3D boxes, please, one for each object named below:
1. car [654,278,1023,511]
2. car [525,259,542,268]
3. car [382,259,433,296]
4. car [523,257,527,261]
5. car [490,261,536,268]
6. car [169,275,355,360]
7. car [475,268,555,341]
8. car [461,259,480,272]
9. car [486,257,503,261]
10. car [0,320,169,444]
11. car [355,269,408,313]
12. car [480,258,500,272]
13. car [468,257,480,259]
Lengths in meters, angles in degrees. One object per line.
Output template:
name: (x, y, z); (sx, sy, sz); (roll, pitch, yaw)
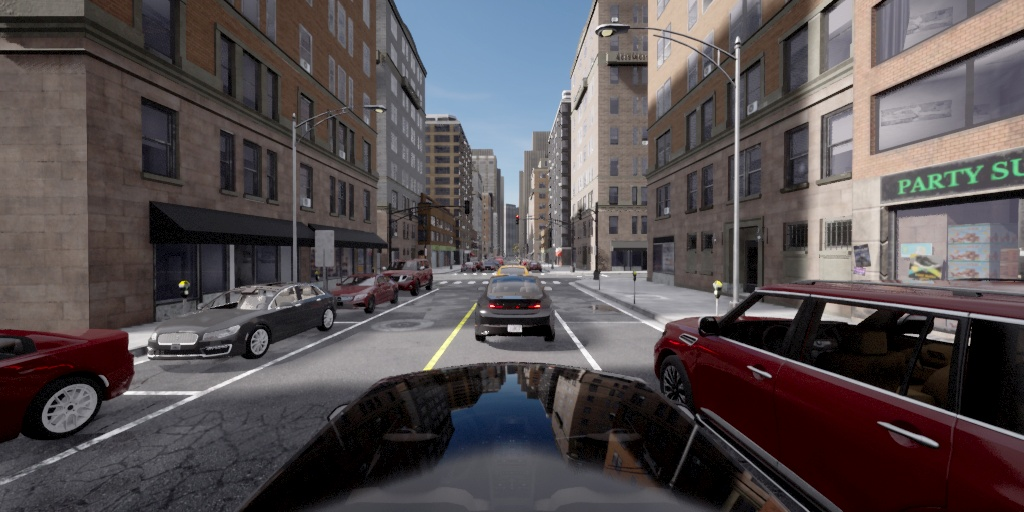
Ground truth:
car: (2.858, 1.064, 2.645); (2.192, 1.841, 5.009); (0, 0, 0)
car: (2.949, 1.351, 46.397); (1.802, 1.307, 4.207); (0, 0, 0)
car: (-5.633, 1.065, 19.388); (2.192, 1.841, 5.009); (0, 0, 0)
car: (2.961, 1.301, 52.130); (1.751, 1.417, 4.829); (0, 0, 0)
car: (0.047, 1.228, 18.956); (1.882, 1.535, 5.008); (0, 0, 1)
car: (-5.656, 1.299, 8.222); (2.007, 1.370, 4.403); (0, 0, 0)
car: (0.079, 1.254, 9.838); (1.837, 1.490, 4.892); (0, 0, 0)
car: (-5.577, 1.351, 46.387); (1.802, 1.307, 4.207); (0, 0, 0)
car: (-2.971, 1.332, 58.556); (2.033, 1.411, 5.357); (0, 0, 0)
car: (-5.668, 1.294, 2.640); (1.888, 1.381, 4.507); (0, 0, 0)
car: (-5.644, 1.331, 13.805); (1.802, 1.307, 4.207); (0, 0, 0)
car: (-3.006, 1.333, 46.795); (1.994, 1.385, 4.181); (0, 0, 0)
car: (-5.565, 1.090, 51.952); (2.192, 1.841, 5.009); (0, 0, 0)
